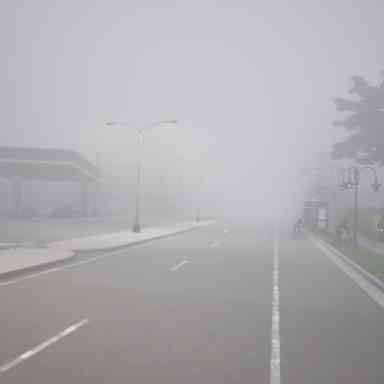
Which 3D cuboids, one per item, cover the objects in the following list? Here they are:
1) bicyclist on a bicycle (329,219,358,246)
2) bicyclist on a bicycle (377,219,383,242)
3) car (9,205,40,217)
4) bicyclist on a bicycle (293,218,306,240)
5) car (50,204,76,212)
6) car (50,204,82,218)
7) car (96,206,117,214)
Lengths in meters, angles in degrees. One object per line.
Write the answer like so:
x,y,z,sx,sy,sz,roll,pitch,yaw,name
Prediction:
9.190,2.467,20.195,1.656,1.620,0.582,2,-2,10,bicyclist on a bicycle
13.776,2.791,24.171,0.582,1.620,1.656,1,-3,24,bicyclist on a bicycle
-22.111,2.475,43.966,1.970,1.475,3.806,1,-2,15,car
8.169,2.792,25.332,0.582,1.620,1.656,3,-2,-17,bicyclist on a bicycle
-27.279,3.405,70.269,4.892,1.490,1.837,1,-2,13,car
-16.352,2.492,43.300,2.242,1.667,4.611,1,-2,15,car
-17.574,3.681,67.976,4.674,1.442,1.812,1,-2,13,car
